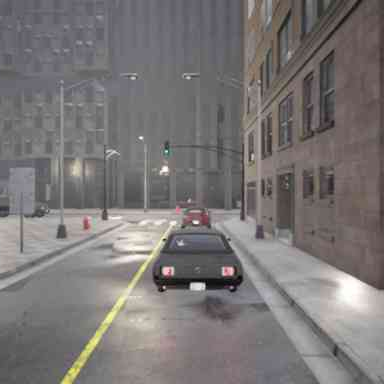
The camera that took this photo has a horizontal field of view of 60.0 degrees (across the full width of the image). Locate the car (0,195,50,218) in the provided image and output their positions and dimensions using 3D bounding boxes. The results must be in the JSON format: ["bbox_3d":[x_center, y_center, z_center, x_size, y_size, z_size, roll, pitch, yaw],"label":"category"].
[{"bbox_3d":[-15.815,1.334,29.833,5.566,2.045,2.150,0,0,0],"label":"car"}]

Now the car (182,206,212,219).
[{"bbox_3d":[0.342,1.624,21.800,1.812,1.442,4.674,0,0,3],"label":"car"}]

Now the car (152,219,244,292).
[{"bbox_3d":[0.123,1.642,8.971,1.895,1.301,4.718,0,0,0],"label":"car"}]
